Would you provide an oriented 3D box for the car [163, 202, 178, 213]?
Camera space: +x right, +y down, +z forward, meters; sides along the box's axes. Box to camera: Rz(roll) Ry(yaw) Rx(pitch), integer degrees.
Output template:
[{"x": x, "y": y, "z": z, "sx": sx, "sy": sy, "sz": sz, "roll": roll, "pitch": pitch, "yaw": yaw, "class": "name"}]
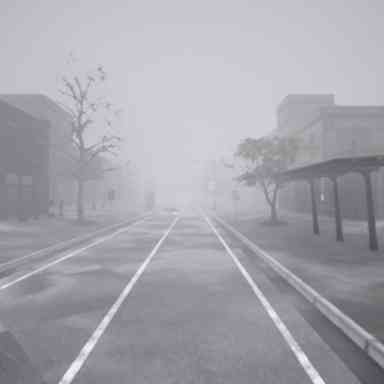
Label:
[{"x": -3.096, "y": 2.205, "z": 48.576, "sx": 1.812, "sy": 1.442, "sz": 4.674, "roll": 0, "pitch": -1, "yaw": 0, "class": "car"}]
